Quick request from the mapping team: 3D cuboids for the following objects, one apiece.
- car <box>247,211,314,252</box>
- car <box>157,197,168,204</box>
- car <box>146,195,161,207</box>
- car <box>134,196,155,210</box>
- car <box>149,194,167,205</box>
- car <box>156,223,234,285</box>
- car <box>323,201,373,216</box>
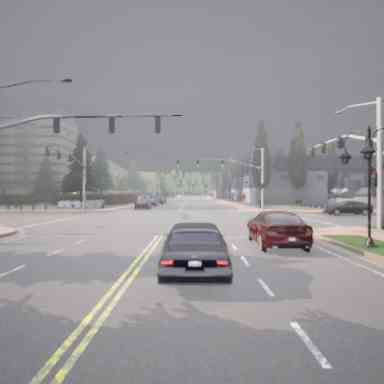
[{"bbox_3d":[3.617,1.552,14.397,1.882,1.535,5.008,0,0,0],"label":"car"},{"bbox_3d":[-6.862,1.936,77.807,2.033,1.411,5.357,0,0,0],"label":"car"},{"bbox_3d":[-6.962,1.769,57.293,1.882,1.535,5.008,0,0,0],"label":"car"},{"bbox_3d":[-6.993,1.721,47.717,1.882,1.535,5.008,0,0,0],"label":"car"},{"bbox_3d":[-6.893,1.564,67.193,2.150,2.045,5.566,0,0,0],"label":"car"},{"bbox_3d":[0.083,1.597,9.638,2.033,1.411,5.357,0,0,1],"label":"car"},{"bbox_3d":[16.246,1.683,34.773,4.892,1.490,1.837,0,0,-1],"label":"car"}]
